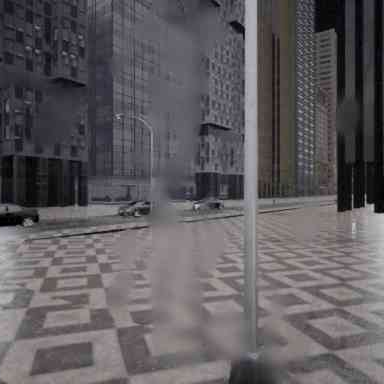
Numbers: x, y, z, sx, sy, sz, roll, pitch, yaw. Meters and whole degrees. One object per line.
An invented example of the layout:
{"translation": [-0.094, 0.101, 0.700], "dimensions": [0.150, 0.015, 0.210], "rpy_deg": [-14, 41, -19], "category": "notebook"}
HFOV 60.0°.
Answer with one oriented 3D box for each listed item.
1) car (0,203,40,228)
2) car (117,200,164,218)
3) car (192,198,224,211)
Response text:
{"translation": [-11.845, 1.461, 20.107], "dimensions": [1.882, 1.535, 5.008], "rpy_deg": [0, 0, 34], "category": "car"}
{"translation": [-4.574, 1.473, 30.196], "dimensions": [1.837, 1.490, 4.892], "rpy_deg": [0, 0, 36], "category": "car"}
{"translation": [1.951, 1.444, 39.112], "dimensions": [2.128, 1.511, 4.902], "rpy_deg": [0, 0, 36], "category": "car"}
